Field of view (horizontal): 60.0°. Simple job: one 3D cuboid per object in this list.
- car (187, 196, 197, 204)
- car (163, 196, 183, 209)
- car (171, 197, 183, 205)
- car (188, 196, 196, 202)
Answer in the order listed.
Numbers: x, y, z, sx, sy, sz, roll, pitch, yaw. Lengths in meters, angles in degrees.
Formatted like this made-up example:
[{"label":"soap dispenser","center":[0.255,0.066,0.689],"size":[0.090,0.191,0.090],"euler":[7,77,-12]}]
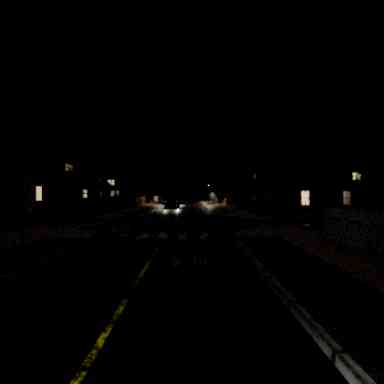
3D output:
[{"label":"car","center":[0.053,1.629,66.729],"size":[1.882,1.535,5.008],"euler":[0,0,0]},{"label":"car","center":[-2.787,1.406,46.287],"size":[2.097,1.767,4.553],"euler":[0,0,0]},{"label":"car","center":[-2.736,1.684,61.287],"size":[1.994,1.385,4.181],"euler":[0,0,1]},{"label":"car","center":[0.063,1.578,77.149],"size":[1.812,1.442,4.674],"euler":[0,0,0]}]
